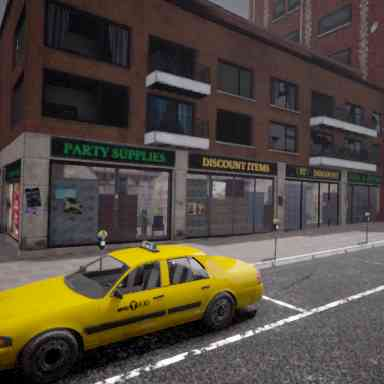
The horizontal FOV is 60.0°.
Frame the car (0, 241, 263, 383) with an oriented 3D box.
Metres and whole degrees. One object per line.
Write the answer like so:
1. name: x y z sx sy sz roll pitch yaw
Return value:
1. car: -0.940 1.527 5.401 4.829 1.417 1.752 0 2 -35
